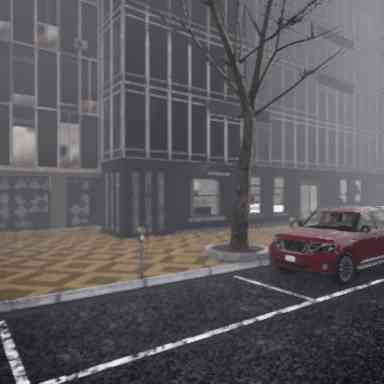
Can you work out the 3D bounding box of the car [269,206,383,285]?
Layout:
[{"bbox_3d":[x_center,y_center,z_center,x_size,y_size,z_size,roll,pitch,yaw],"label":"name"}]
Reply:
[{"bbox_3d":[4.514,1.358,9.792,5.009,1.841,2.192,0,-1,-36],"label":"car"}]
